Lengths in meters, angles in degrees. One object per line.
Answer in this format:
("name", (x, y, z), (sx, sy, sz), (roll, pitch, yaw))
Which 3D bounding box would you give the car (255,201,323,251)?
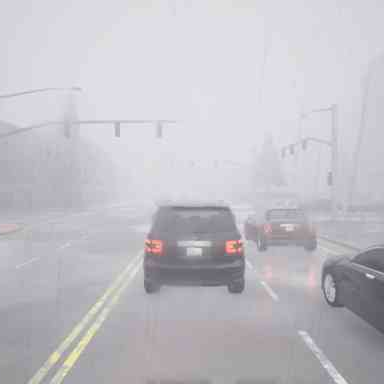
("car", (3.537, 1.350, 14.147), (2.097, 1.767, 4.553), (0, 0, 0))

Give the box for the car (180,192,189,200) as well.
("car", (-2.024, 1.125, 90.432), (2.150, 2.045, 5.566), (0, 0, -1))

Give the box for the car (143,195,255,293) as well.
("car", (0.055, 1.220, 8.969), (2.150, 2.045, 5.566), (0, 0, 0))

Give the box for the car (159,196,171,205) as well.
("car", (-4.892, 1.468, 61.317), (1.882, 1.535, 5.008), (0, 0, -1))

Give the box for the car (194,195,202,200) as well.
("car", (1.479, 1.538, 90.349), (1.994, 1.385, 4.181), (0, 0, -1))

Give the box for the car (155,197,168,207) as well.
("car", (-4.694, 1.517, 51.927), (1.812, 1.442, 4.674), (0, 0, -1))

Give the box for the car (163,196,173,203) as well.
("car", (-5.065, 1.541, 71.198), (1.994, 1.385, 4.181), (0, 0, -1))

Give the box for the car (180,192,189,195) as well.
("car", (-1.779, 1.483, 80.204), (1.837, 1.490, 4.892), (0, 0, -1))

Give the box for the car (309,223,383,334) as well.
("car", (3.608, 1.504, 5.065), (1.837, 1.490, 4.892), (0, 0, 0))

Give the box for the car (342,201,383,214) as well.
("car", (18.492, 1.595, 34.152), (4.718, 1.301, 1.895), (0, 0, -2))

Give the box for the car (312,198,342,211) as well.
("car", (14.443, 1.499, 37.545), (4.892, 1.490, 1.837), (0, 0, -2))
